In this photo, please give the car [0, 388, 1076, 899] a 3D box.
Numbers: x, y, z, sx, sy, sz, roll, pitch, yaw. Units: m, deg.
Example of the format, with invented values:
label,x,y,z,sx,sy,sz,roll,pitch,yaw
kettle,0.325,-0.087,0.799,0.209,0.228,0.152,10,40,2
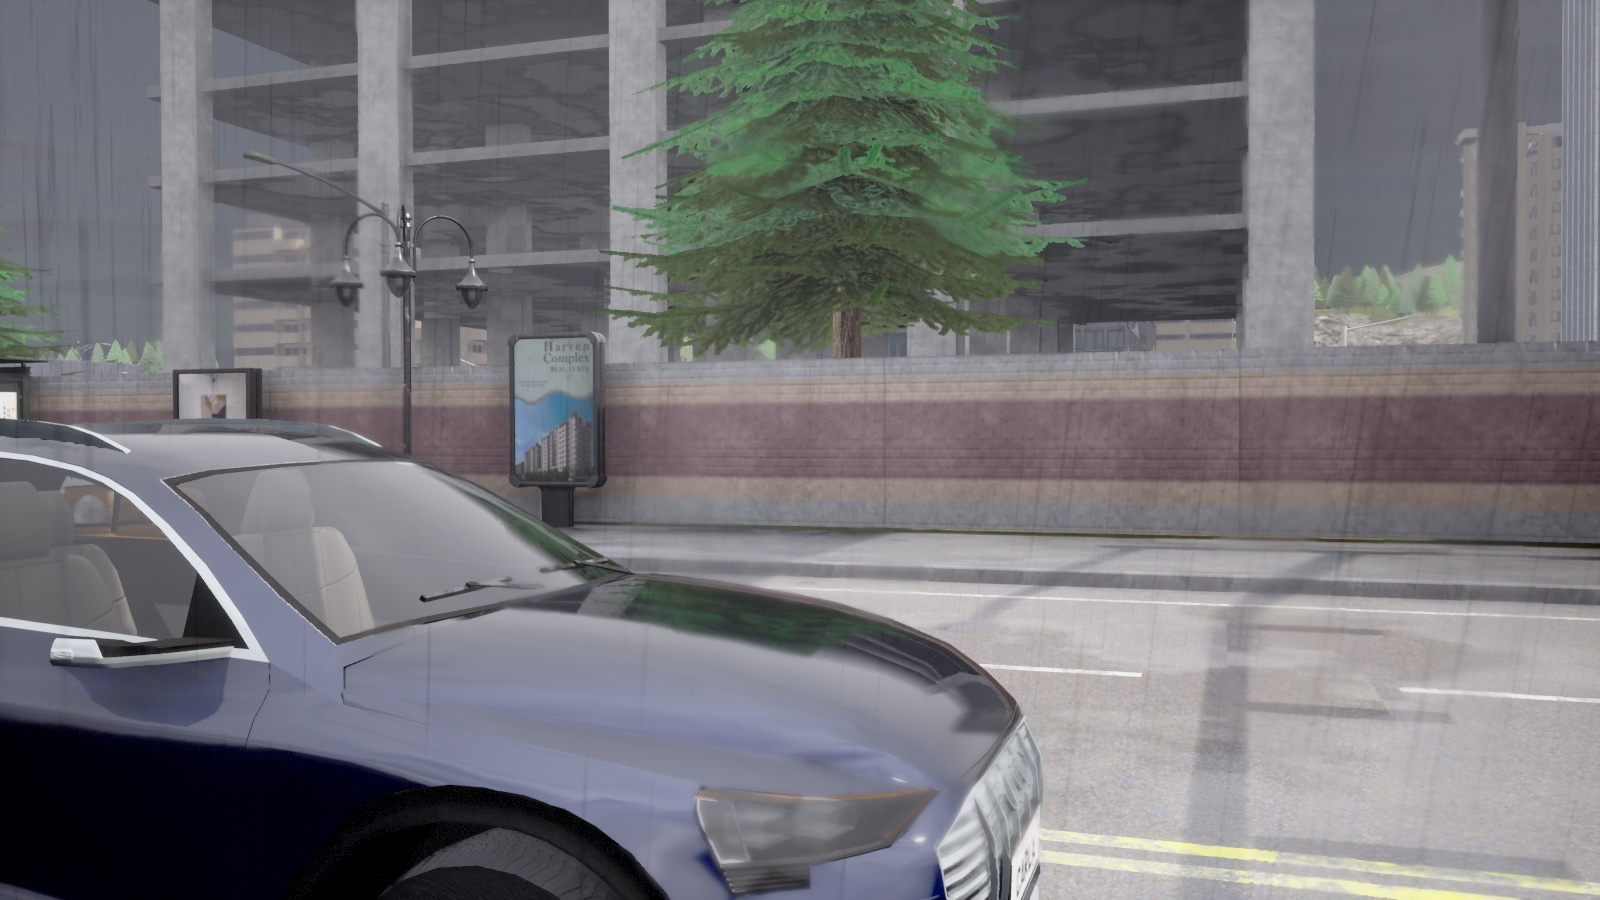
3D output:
label,x,y,z,sx,sy,sz,roll,pitch,yaw
car,-1.758,0.689,3.783,4.856,1.649,2.033,1,1,19
